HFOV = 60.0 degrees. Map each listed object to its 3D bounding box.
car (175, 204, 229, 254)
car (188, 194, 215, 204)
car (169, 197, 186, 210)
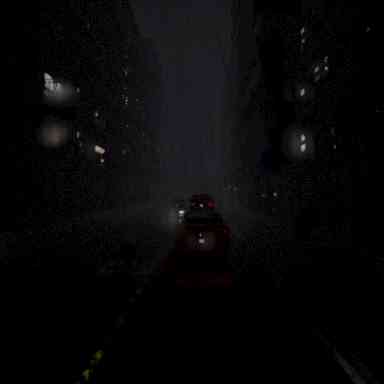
[{"bbox_3d":[0.413,1.466,13.431,1.882,1.535,5.008,0,0,2],"label":"car"},{"bbox_3d":[0.849,1.182,29.637,2.150,2.045,5.566,0,0,2],"label":"car"},{"bbox_3d":[-1.765,1.410,41.823,2.128,1.511,4.902,0,0,2],"label":"car"}]
